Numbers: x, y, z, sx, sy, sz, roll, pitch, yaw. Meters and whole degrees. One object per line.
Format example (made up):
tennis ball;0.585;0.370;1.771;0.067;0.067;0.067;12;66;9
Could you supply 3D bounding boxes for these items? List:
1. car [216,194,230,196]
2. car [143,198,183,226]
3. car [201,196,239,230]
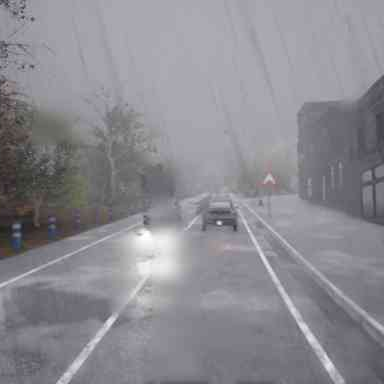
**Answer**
car;3.325;0.870;36.500;1.994;1.385;4.181;0;1;5
car;-1.713;1.166;20.635;2.128;1.511;4.902;0;1;6
car;1.576;1.208;18.769;1.837;1.490;4.892;0;1;5
